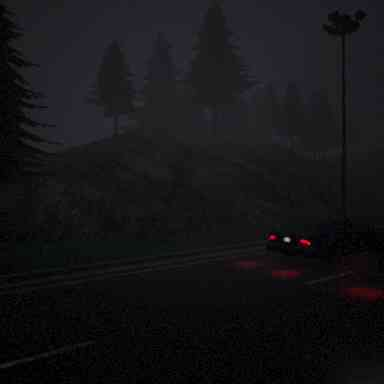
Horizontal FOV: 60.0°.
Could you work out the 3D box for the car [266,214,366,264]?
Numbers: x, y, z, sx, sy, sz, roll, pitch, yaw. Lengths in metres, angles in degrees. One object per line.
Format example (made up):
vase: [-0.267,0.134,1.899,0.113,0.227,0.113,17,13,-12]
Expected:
car: [4.946,1.493,11.594,5.357,1.411,2.033,0,0,-35]

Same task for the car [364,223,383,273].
car: [6.979,1.493,8.744,5.357,1.411,2.033,0,0,-35]
